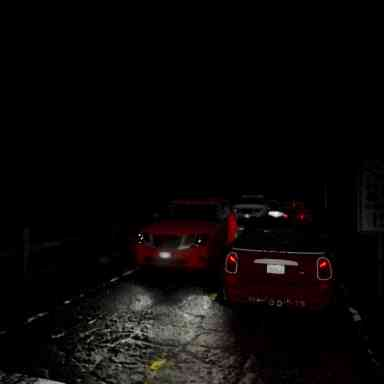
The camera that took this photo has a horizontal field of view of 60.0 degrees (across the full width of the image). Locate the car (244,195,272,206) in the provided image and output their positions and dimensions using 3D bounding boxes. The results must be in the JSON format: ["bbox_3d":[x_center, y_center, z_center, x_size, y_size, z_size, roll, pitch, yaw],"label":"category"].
[{"bbox_3d":[4.491,1.237,24.819,2.150,2.045,5.566,0,0,17],"label":"car"}]

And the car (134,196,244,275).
[{"bbox_3d":[0.133,1.227,10.997,2.150,2.045,5.566,0,0,17],"label":"car"}]

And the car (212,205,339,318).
[{"bbox_3d":[2.090,1.357,7.788,2.097,1.767,4.553,0,0,18],"label":"car"}]

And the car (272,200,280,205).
[{"bbox_3d":[10.082,1.659,42.184,1.895,1.301,4.718,0,0,18],"label":"car"}]

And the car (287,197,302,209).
[{"bbox_3d":[14.241,1.508,46.212,1.882,1.535,5.008,0,0,18],"label":"car"}]

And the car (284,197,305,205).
[{"bbox_3d":[11.239,1.377,36.567,2.097,1.767,4.553,0,0,18],"label":"car"}]
